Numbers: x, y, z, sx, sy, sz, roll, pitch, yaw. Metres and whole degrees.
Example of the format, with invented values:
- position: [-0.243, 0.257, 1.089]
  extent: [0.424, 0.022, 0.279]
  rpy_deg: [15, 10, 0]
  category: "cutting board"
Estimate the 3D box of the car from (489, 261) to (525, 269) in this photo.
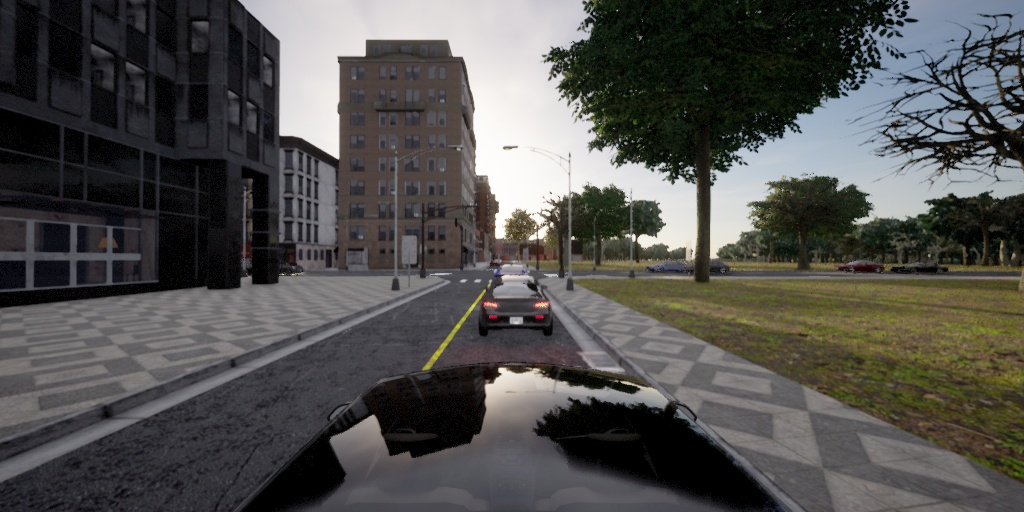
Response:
- position: [-0.009, 1.209, 19.659]
  extent: [1.882, 1.535, 5.008]
  rpy_deg: [0, 0, 0]
  category: "car"

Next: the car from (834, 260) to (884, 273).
- position: [42.071, 1.297, 43.590]
  extent: [5.008, 1.535, 1.882]
  rpy_deg: [0, -1, 0]
  category: "car"

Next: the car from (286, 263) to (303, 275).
- position: [-23.932, 1.222, 36.633]
  extent: [4.674, 1.442, 1.812]
  rpy_deg: [0, -1, 0]
  category: "car"

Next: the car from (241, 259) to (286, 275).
- position: [-24.229, 1.019, 33.384]
  extent: [4.553, 1.767, 2.097]
  rpy_deg: [0, -1, 0]
  category: "car"

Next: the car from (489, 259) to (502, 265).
- position: [-3.043, 1.341, 63.913]
  extent: [1.895, 1.301, 4.718]
  rpy_deg: [0, 0, 0]
  category: "car"

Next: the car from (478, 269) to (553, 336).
- position: [0.078, 1.264, 10.269]
  extent: [1.812, 1.442, 4.674]
  rpy_deg: [0, 0, -1]
  category: "car"

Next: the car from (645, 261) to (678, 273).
- position: [19.085, 1.331, 43.529]
  extent: [5.357, 1.411, 2.033]
  rpy_deg: [0, -1, 0]
  category: "car"

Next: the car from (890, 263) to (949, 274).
- position: [45.720, 1.398, 40.321]
  extent: [4.718, 1.301, 1.895]
  rpy_deg: [0, -1, 0]
  category: "car"

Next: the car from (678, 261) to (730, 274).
- position: [21.776, 1.261, 40.290]
  extent: [4.892, 1.490, 1.837]
  rpy_deg: [0, -1, 0]
  category: "car"
